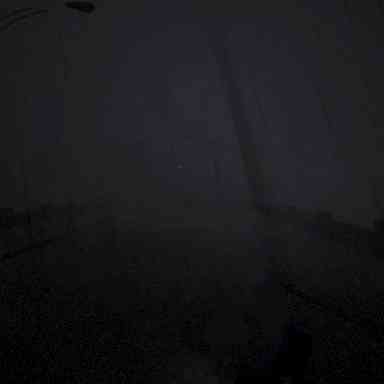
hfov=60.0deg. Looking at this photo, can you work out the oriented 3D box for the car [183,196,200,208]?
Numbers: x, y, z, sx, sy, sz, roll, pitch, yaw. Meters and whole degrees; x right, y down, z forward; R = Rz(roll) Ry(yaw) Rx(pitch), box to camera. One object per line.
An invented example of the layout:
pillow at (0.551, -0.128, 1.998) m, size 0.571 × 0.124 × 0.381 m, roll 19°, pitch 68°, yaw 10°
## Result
car at (0.032, 1.235, 42.002) m, size 1.812 × 1.442 × 4.674 m, roll 0°, pitch 0°, yaw 0°
